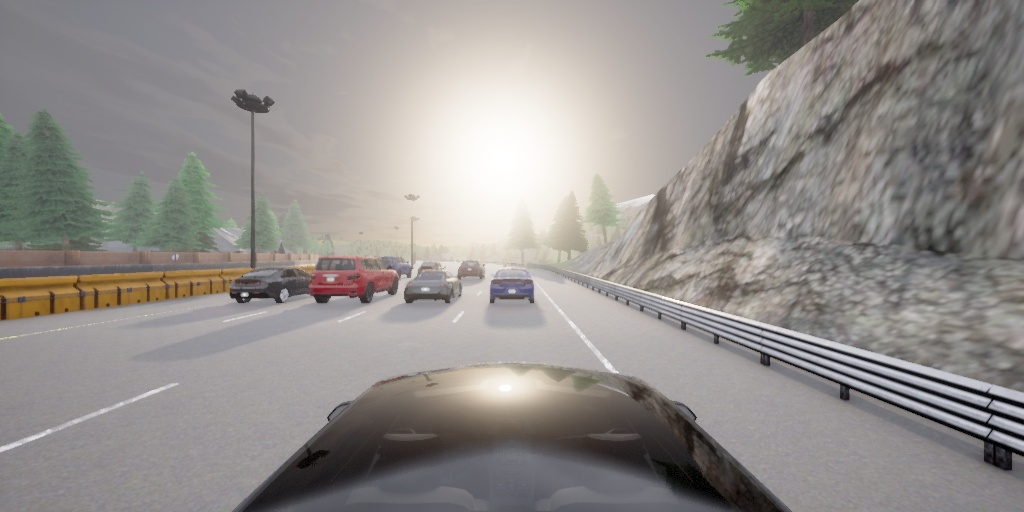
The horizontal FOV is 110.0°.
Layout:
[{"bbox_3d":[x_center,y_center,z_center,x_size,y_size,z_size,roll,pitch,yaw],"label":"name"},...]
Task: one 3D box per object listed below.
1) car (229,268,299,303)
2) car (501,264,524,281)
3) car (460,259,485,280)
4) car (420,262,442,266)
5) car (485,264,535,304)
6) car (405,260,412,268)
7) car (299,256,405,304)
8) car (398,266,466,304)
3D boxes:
[{"bbox_3d":[-10.495,1.263,16.493,1.837,1.490,4.892,0,0,0],"label":"car"},{"bbox_3d":[0.024,1.364,31.510,1.895,1.301,4.718,0,0,0],"label":"car"},{"bbox_3d":[-3.476,1.113,31.455,2.097,1.767,4.553,0,0,0],"label":"car"},{"bbox_3d":[-6.976,1.264,31.489,1.837,1.490,4.892,0,0,0],"label":"car"},{"bbox_3d":[0.005,1.232,16.480,1.882,1.535,5.008,0,0,0],"label":"car"},{"bbox_3d":[-10.476,1.005,31.523,2.150,2.045,5.566,0,0,0],"label":"car"},{"bbox_3d":[-6.995,1.005,16.519,2.150,2.045,5.566,0,0,0],"label":"car"},{"bbox_3d":[-3.495,1.319,16.485,1.994,1.385,4.181,0,0,0],"label":"car"}]
